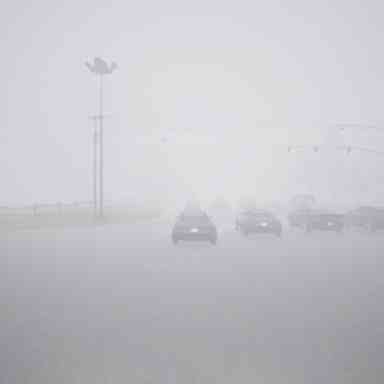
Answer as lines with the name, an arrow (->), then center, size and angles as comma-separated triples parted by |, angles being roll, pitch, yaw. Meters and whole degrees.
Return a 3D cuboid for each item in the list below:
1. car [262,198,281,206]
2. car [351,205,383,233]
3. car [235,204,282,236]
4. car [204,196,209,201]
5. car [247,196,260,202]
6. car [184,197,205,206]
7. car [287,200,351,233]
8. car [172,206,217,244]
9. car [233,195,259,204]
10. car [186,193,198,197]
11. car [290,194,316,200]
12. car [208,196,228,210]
car -> 10.588, 1.544, 44.451 | 1.812, 1.442, 4.674 | 0, 0, 0
car -> 10.602, 1.513, 19.650 | 1.837, 1.490, 4.892 | 0, 0, 0
car -> 3.601, 1.572, 18.608 | 1.994, 1.385, 4.181 | 0, 0, 0
car -> 3.504, 1.558, 76.891 | 2.128, 1.511, 4.902 | 0, 0, 0
car -> 14.004, 1.628, 75.905 | 1.895, 1.301, 4.718 | 0, 0, 0
car -> 0.100, 1.564, 37.969 | 2.033, 1.411, 5.357 | 0, 0, 0
car -> 7.102, 1.486, 19.586 | 1.882, 1.535, 5.008 | 0, 0, 0
car -> 0.103, 1.571, 15.953 | 1.994, 1.385, 4.181 | 0, 0, 0
car -> 7.099, 1.510, 43.314 | 2.128, 1.511, 4.902 | 0, 0, 0
car -> 0.004, 1.256, 71.522 | 2.150, 2.045, 5.566 | 0, 0, 0
car -> 14.101, 1.239, 42.612 | 2.150, 2.045, 5.566 | 0, 0, 0
car -> 3.602, 1.583, 43.924 | 1.994, 1.385, 4.181 | 0, 0, 0
